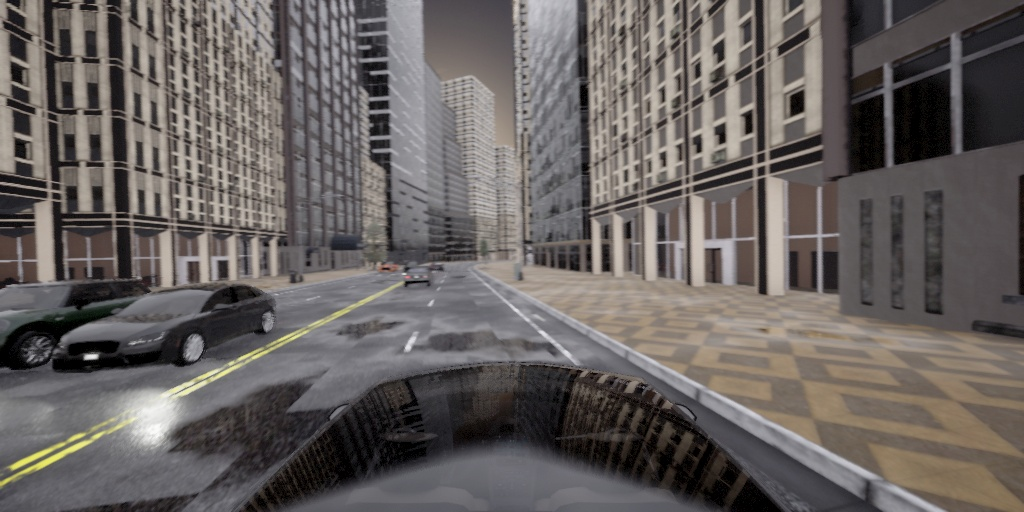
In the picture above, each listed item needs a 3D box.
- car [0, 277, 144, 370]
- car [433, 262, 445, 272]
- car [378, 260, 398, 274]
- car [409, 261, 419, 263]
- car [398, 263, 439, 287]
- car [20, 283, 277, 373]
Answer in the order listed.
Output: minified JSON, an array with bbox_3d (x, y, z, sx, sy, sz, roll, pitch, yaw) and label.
[{"bbox_3d":[-10.710,1.382,8.365,2.097,1.767,4.553,-2,0,-9],"label":"car"},{"bbox_3d":[-10.893,1.554,52.388,1.812,1.442,4.674,-2,0,-9],"label":"car"},{"bbox_3d":[-17.262,1.469,50.249,2.097,1.767,4.553,-2,0,-9],"label":"car"},{"bbox_3d":[-14.049,1.516,50.758,2.097,1.767,4.553,-2,0,-9],"label":"car"},{"bbox_3d":[-6.807,1.471,26.534,2.033,1.411,5.357,-2,0,-9],"label":"car"},{"bbox_3d":[-7.419,1.448,8.394,1.837,1.490,4.892,-2,0,-9],"label":"car"}]
